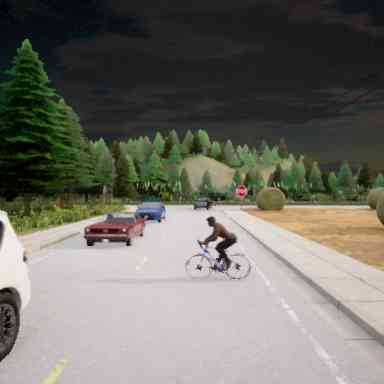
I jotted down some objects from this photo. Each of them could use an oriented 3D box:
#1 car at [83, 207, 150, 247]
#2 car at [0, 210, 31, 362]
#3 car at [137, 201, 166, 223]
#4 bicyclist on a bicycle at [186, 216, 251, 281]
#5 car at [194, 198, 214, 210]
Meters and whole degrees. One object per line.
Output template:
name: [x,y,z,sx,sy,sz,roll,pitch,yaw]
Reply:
car: [-3.345,1.598,15.254,1.895,1.301,4.718,0,0,1]
car: [-3.573,1.222,2.856,2.150,2.045,5.566,0,0,1]
car: [-3.137,1.472,25.876,1.882,1.535,5.008,0,0,1]
bicyclist on a bicycle: [0.655,1.439,8.407,1.656,1.620,0.582,-1,0,1]
car: [1.552,1.480,42.369,2.128,1.511,4.902,0,0,13]
